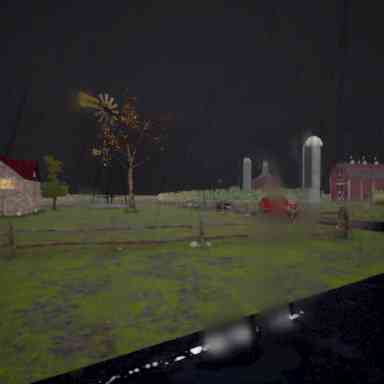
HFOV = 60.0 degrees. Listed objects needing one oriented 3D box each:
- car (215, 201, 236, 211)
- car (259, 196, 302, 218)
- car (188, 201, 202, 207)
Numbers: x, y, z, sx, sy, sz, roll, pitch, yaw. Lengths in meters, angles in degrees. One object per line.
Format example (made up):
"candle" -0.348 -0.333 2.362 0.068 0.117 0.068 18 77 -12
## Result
"car" 4.809 1.994 48.430 2.128 1.511 4.902 0 -1 -15
"car" 8.747 1.488 33.506 2.150 2.045 5.566 1 0 -15
"car" 0.484 2.373 65.211 1.895 1.301 4.718 0 -1 -14
